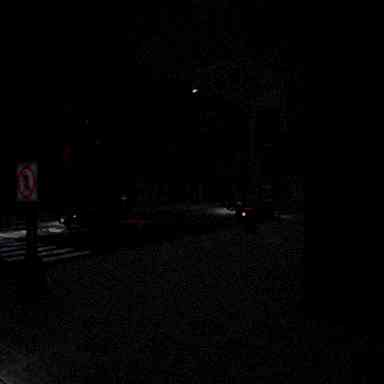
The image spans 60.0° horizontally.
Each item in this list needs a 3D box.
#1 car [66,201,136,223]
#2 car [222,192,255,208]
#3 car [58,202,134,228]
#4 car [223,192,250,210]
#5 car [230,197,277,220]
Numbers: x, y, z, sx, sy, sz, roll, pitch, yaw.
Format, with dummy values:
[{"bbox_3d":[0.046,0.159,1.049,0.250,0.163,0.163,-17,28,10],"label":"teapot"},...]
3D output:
[{"bbox_3d":[-7.082,1.474,26.509,2.033,1.411,5.357,0,0,35],"label":"car"},{"bbox_3d":[6.393,1.051,45.552,2.150,2.045,5.566,0,0,36],"label":"car"},{"bbox_3d":[-6.356,1.426,21.902,2.128,1.511,4.902,0,0,35],"label":"car"},{"bbox_3d":[5.763,1.198,39.055,2.097,1.767,4.553,0,0,35],"label":"car"},{"bbox_3d":[5.264,1.383,26.766,1.837,1.490,4.892,0,0,35],"label":"car"}]
